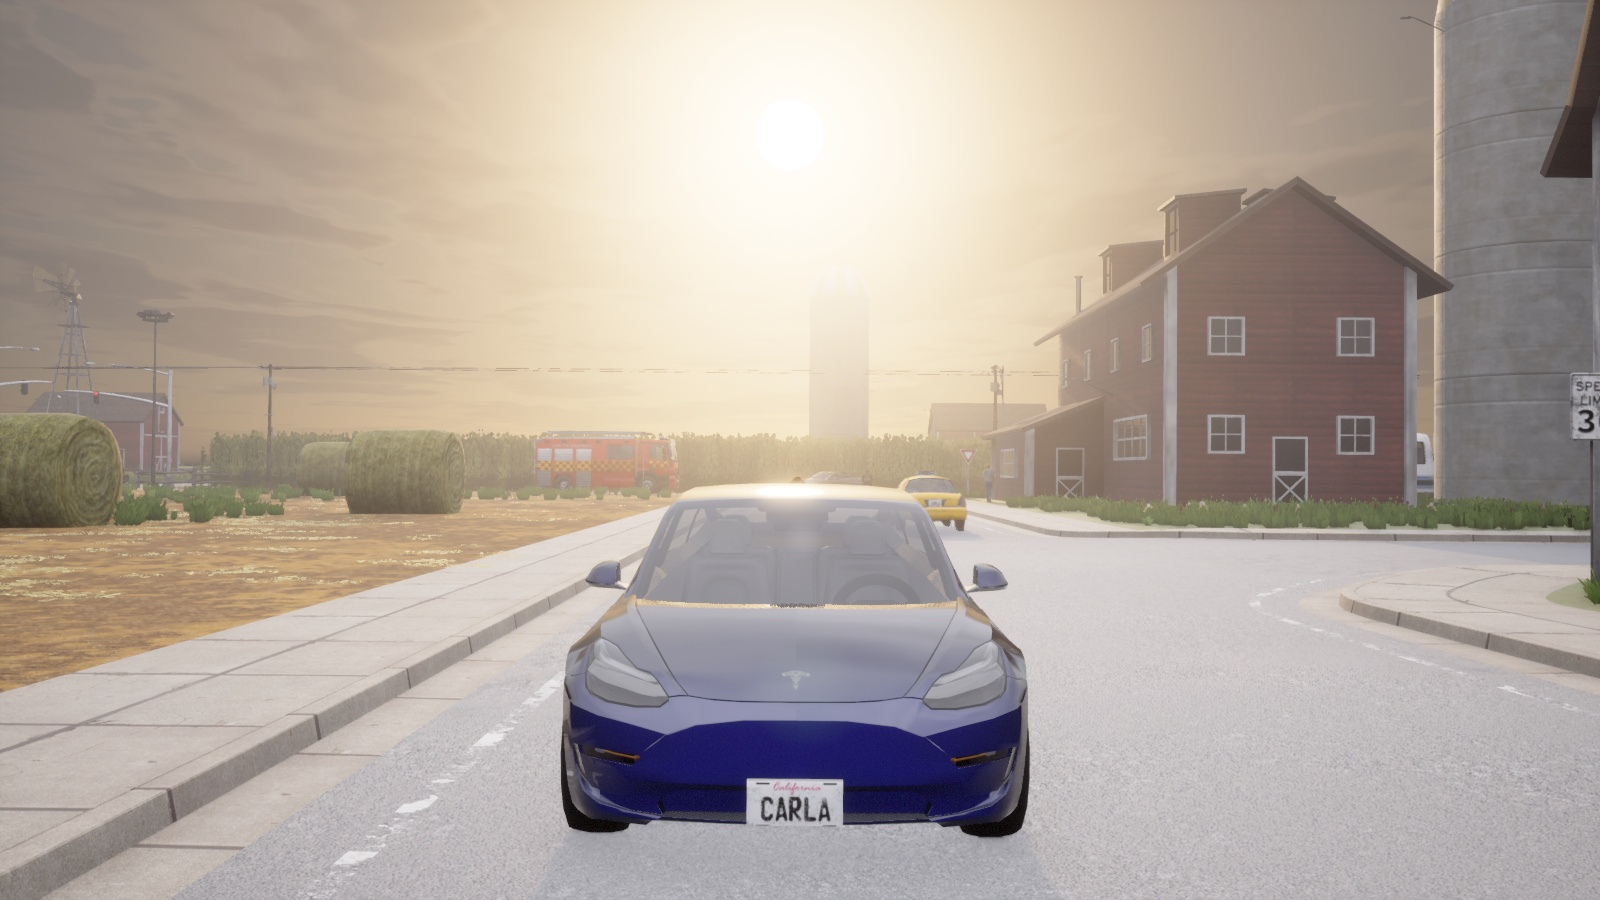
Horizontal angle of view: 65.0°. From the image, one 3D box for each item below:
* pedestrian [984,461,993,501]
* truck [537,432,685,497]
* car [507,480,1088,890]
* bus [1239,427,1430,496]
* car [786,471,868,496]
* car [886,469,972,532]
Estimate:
[{"bbox_3d":[8.689,1.410,57.957,0.354,1.836,0.706,0,-1,3],"label":"pedestrian"},{"bbox_3d":[-11.360,0.889,76.039,8.468,3.827,2.891,0,-1,1],"label":"truck"},{"bbox_3d":[-0.012,0.931,7.078,2.163,1.488,4.792,0,-1,0],"label":"car"},{"bbox_3d":[33.473,0.745,78.976,10.273,4.253,3.944,0,-1,1],"label":"bus"},{"bbox_3d":[1.674,2.007,75.963,4.902,1.511,2.128,1,-2,-44],"label":"car"},{"bbox_3d":[3.420,1.305,34.228,1.801,1.575,5.366,0,-1,0],"label":"car"}]
